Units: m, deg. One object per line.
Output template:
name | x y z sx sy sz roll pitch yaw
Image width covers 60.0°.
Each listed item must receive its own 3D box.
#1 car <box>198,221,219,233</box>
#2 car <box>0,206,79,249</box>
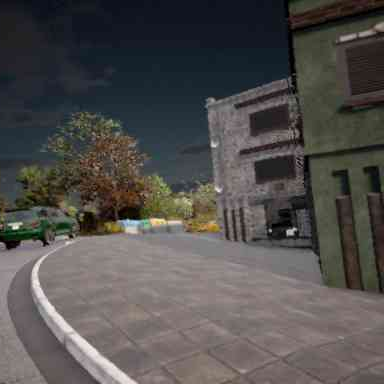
car | 2.709 4.542 42.926 1.882 1.535 5.008 -8 -10 34
car | -8.305 1.873 18.577 2.150 2.045 5.566 -6 -2 2
